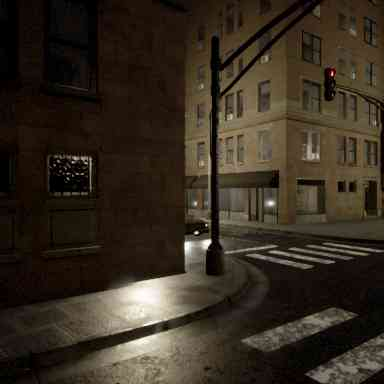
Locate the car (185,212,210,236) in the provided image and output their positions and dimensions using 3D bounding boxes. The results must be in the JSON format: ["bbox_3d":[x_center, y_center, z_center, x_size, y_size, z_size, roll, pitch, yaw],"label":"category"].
[{"bbox_3d":[-1.331,1.515,17.726,2.033,1.411,5.357,0,0,-36],"label":"car"}]
